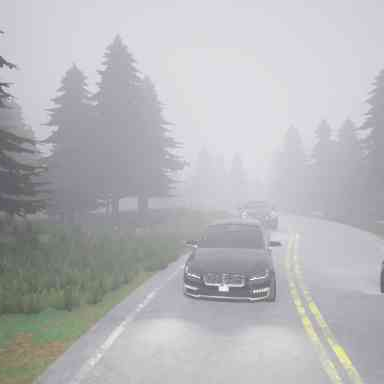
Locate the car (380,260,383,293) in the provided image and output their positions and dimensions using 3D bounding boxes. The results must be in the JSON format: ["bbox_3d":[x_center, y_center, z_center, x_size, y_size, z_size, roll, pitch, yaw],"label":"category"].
[{"bbox_3d":[4.497,1.308,4.646,2.097,1.767,4.553,-1,0,8],"label":"car"}]

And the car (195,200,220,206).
[{"bbox_3d":[1.949,1.799,44.865,1.812,1.442,4.674,3,-5,-35],"label":"car"}]

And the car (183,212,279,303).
[{"bbox_3d":[1.097,1.496,8.418,1.837,1.490,4.892,-1,0,12],"label":"car"}]

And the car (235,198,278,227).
[{"bbox_3d":[3.890,1.270,20.369,2.097,1.767,4.553,-1,0,5],"label":"car"}]

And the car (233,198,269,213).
[{"bbox_3d":[6.227,1.410,35.737,1.837,1.490,4.892,2,-1,-16],"label":"car"}]
